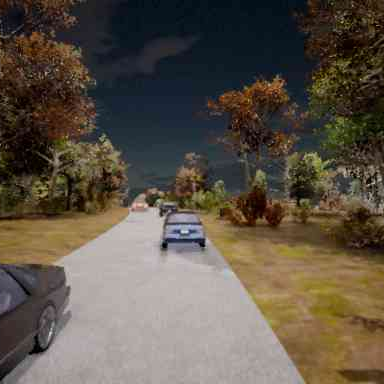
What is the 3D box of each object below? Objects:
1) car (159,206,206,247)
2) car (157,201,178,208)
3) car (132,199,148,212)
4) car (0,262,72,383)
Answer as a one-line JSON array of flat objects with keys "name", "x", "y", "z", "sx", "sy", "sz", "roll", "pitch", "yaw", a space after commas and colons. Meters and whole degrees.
[{"name": "car", "x": -0.444, "y": 1.588, "z": 15.287, "sx": 2.033, "sy": 1.411, "sz": 5.357, "roll": 0, "pitch": 0, "yaw": -4}, {"name": "car", "x": -2.604, "y": 1.767, "z": 35.877, "sx": 1.837, "sy": 1.490, "sz": 4.892, "roll": 1, "pitch": -1, "yaw": -8}, {"name": "car", "x": -6.980, "y": 1.738, "z": 44.580, "sx": 2.097, "sy": 1.767, "sz": 4.553, "roll": 1, "pitch": -1, "yaw": -10}, {"name": "car", "x": -2.913, "y": 1.545, "z": 3.363, "sx": 2.033, "sy": 1.411, "sz": 5.357, "roll": 0, "pitch": 0, "yaw": -1}]
